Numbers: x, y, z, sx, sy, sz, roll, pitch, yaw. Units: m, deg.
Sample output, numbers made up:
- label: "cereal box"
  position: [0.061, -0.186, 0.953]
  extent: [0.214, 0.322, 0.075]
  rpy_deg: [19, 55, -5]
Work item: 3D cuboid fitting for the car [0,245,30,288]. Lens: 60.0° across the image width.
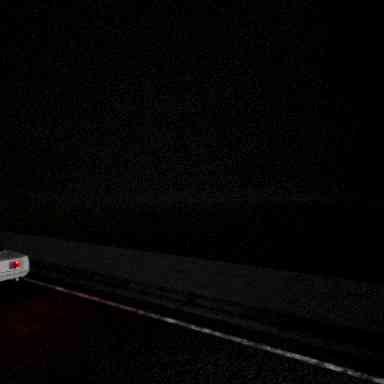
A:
- label: "car"
  position: [-6.022, 1.612, 7.982]
  extent: [4.718, 1.301, 1.895]
  rpy_deg: [0, 0, 35]
